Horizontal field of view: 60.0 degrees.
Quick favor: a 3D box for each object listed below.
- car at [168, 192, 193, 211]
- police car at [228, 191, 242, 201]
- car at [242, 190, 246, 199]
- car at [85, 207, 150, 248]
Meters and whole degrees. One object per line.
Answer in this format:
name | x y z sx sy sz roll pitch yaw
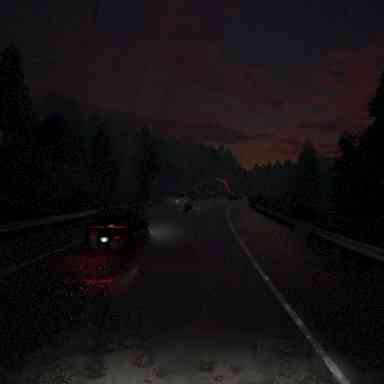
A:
car | -1.212 0.997 36.950 2.150 2.045 5.566 0 0 6
police car | 8.770 1.007 70.308 1.930 1.638 5.238 0 0 12
car | 10.969 0.877 79.730 2.097 1.767 4.553 0 0 14
car | -3.004 1.416 14.211 1.837 1.490 4.892 0 0 3
